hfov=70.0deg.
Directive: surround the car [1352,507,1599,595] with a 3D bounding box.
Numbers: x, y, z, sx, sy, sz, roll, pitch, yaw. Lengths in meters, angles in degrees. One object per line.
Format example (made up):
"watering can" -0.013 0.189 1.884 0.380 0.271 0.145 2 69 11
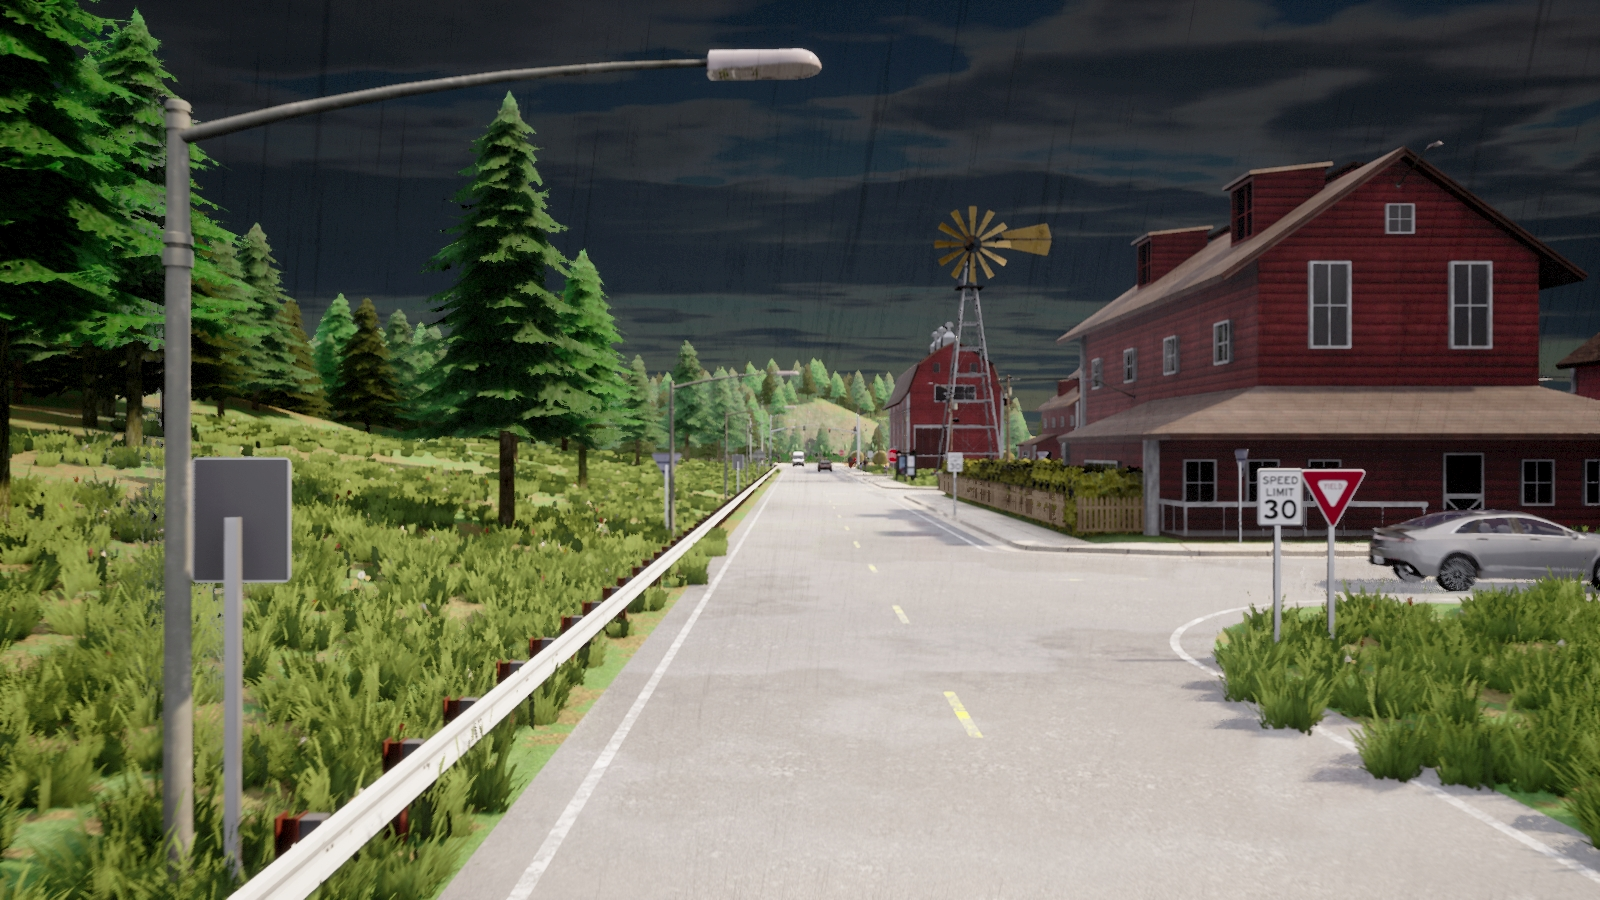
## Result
"car" 13.662 1.918 22.149 4.902 1.511 2.128 0 0 1
